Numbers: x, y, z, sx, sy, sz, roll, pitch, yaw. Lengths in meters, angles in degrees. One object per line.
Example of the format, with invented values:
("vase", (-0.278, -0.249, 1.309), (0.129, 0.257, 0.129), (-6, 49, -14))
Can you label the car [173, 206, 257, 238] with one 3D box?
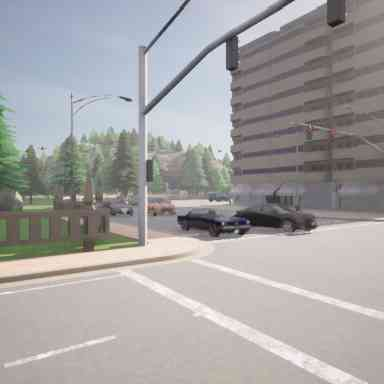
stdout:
("car", (1.036, 1.545, 17.583), (1.895, 1.301, 4.718), (0, 0, -29))

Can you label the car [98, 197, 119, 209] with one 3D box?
("car", (-11.526, 1.492, 46.411), (2.033, 1.411, 5.357), (0, 0, -5))

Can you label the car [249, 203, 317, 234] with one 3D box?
("car", (4.728, 1.422, 19.340), (1.882, 1.535, 5.008), (0, 0, -41))

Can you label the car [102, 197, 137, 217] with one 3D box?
("car", (-6.856, 1.436, 30.715), (2.128, 1.511, 4.902), (0, 0, -27))

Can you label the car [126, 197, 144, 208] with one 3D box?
("car", (-8.144, 1.451, 47.955), (1.837, 1.490, 4.892), (0, 0, -2))

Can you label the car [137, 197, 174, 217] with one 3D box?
("car", (-3.213, 1.297, 31.219), (2.097, 1.767, 4.553), (0, 0, -27))

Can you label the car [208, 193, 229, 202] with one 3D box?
("car", (5.712, 1.170, 71.210), (2.150, 2.045, 5.566), (0, 0, 40))
